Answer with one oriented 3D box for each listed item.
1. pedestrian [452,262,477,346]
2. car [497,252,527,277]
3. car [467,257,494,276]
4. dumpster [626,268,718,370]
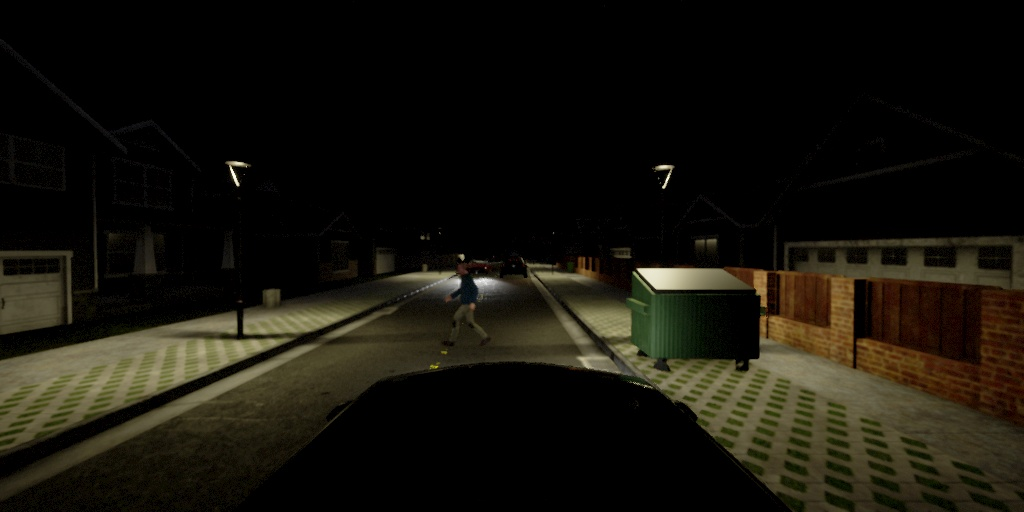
[{"bbox_3d":[-0.993,0.977,7.470,0.375,1.860,0.375,-1,1,-10],"label":"pedestrian"},{"bbox_3d":[0.129,0.758,29.373,2.097,1.767,4.553,0,1,0],"label":"car"},{"bbox_3d":[-2.804,0.992,30.608,1.895,1.301,4.718,0,1,0],"label":"car"},{"bbox_3d":[3.017,1.080,7.178,1.020,1.700,1.940,0,0,0],"label":"dumpster"}]
